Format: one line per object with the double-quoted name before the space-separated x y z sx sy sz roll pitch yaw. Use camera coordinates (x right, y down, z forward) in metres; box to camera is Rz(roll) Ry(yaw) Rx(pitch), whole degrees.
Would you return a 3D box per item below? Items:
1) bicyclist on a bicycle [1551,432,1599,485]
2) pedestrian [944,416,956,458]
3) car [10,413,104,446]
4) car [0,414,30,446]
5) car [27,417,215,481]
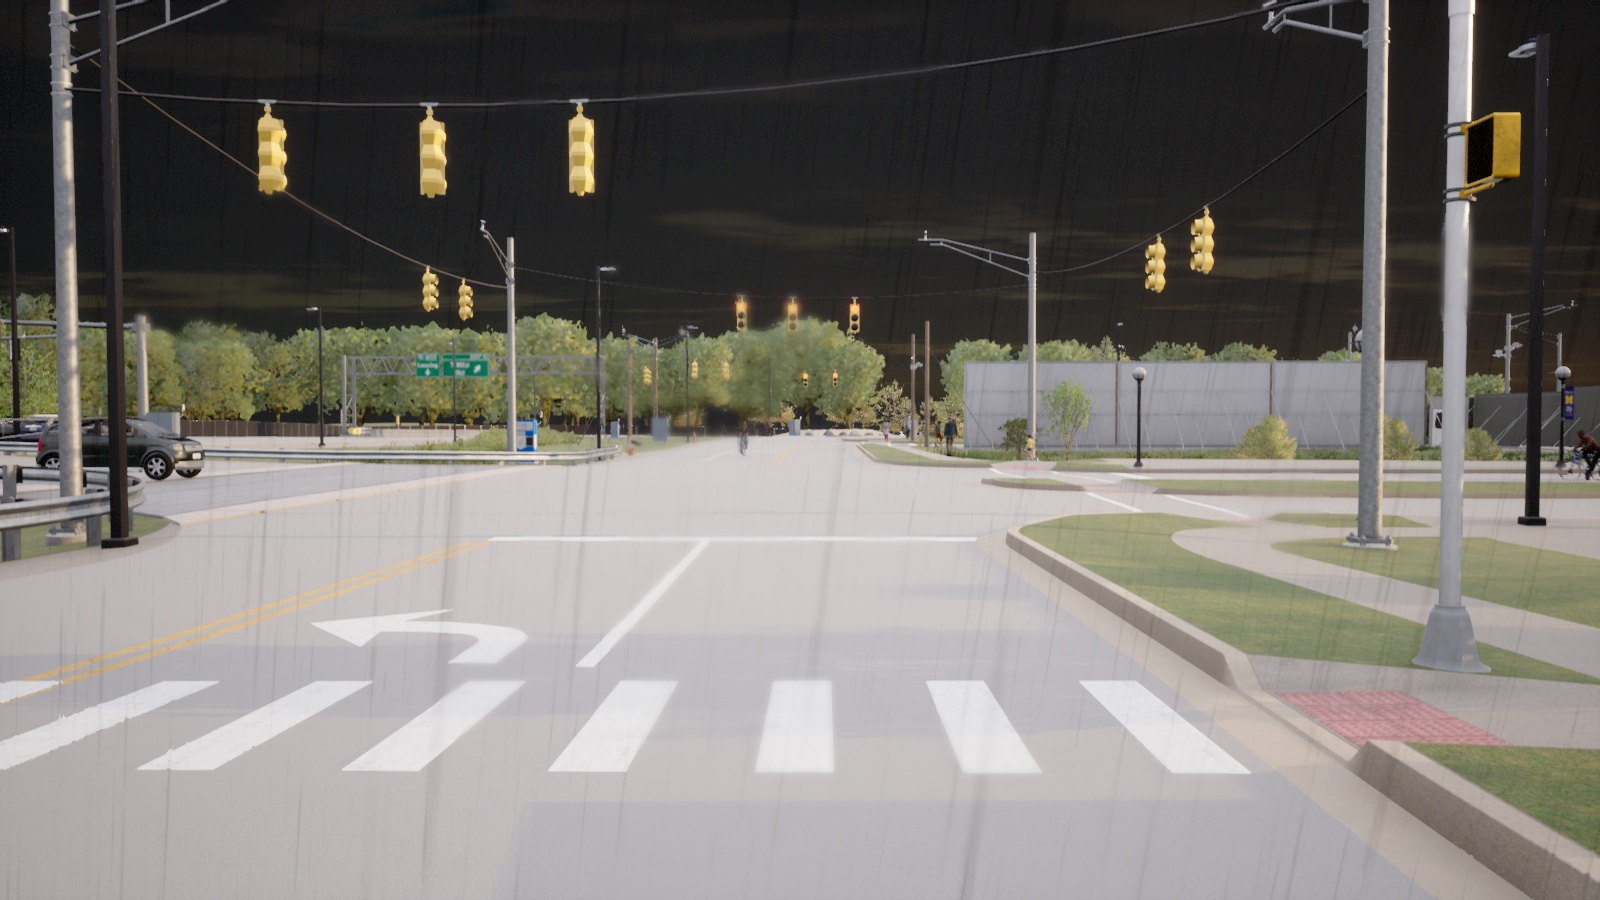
"bicyclist on a bicycle" 24.422 0.263 39.145 1.656 1.620 0.582 0 2 1
"pedestrian" 6.569 -0.578 54.972 0.402 1.842 0.726 0 2 -3
"car" -33.872 -0.922 57.357 1.970 1.475 3.806 0 1 1
"car" -37.372 -0.925 57.382 1.970 1.475 3.806 0 1 1
"car" -16.833 -0.047 31.245 3.705 1.549 1.789 0 1 1
